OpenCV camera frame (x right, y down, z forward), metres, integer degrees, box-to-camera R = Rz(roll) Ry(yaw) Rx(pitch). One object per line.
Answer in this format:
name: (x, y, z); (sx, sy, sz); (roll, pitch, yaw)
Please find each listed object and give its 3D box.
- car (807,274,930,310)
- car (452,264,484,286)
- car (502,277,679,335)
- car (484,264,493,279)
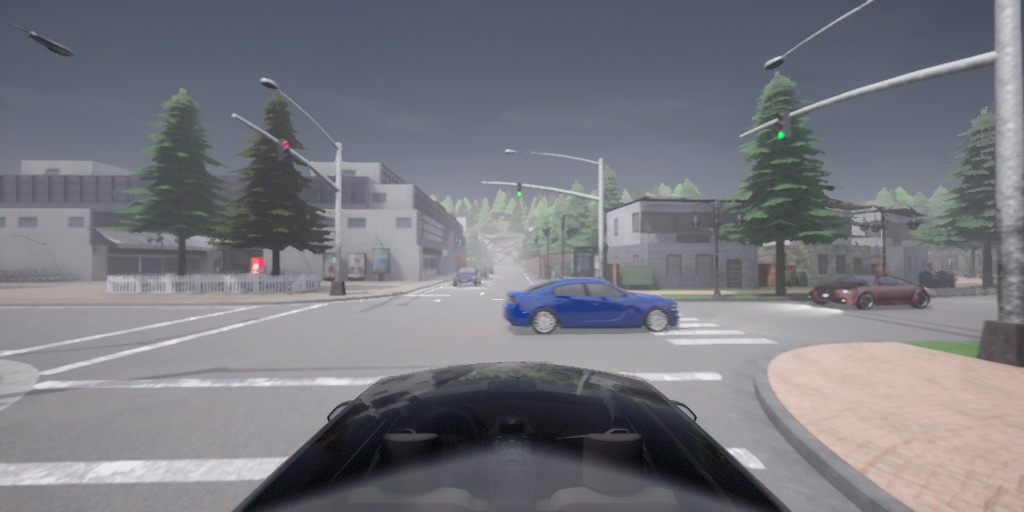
car: (15.044, 1.462, 15.228); (4.181, 1.385, 1.994); (0, -1, -8)
car: (-3.598, 1.617, 29.458); (1.812, 1.442, 4.674); (0, -1, 0)
car: (2.219, 1.369, 10.389); (5.008, 1.535, 1.882); (0, -1, -4)
car: (-3.597, 1.703, 39.308); (2.128, 1.511, 4.902); (0, -1, 0)
